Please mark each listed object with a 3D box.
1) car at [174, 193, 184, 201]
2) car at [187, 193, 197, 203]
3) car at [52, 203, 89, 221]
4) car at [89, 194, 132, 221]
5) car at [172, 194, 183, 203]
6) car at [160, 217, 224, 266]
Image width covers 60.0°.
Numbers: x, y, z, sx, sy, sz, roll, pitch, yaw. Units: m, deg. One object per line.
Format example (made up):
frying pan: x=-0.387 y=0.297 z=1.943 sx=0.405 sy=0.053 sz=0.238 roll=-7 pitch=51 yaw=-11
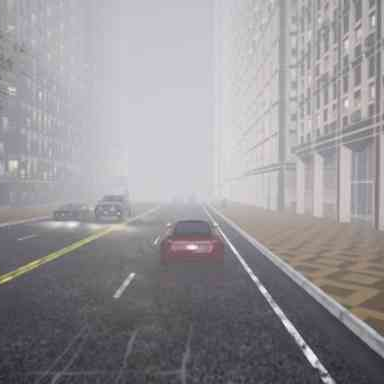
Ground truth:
car: x=-3.168 y=1.221 z=81.000 sx=2.097 sy=1.767 sz=4.553 roll=0 pitch=0 yaw=0
car: x=0.071 y=1.436 z=70.606 sx=1.882 sy=1.535 sz=5.008 roll=0 pitch=0 yaw=0
car: x=-9.736 y=1.556 z=27.154 sx=1.994 sy=1.385 sz=4.181 roll=0 pitch=0 yaw=1
car: x=-6.477 y=1.217 z=27.854 sx=2.150 sy=2.045 sz=5.566 roll=0 pitch=0 yaw=0
car: x=-3.179 y=1.496 z=70.610 sx=2.033 sy=1.411 sz=5.357 roll=0 pitch=0 yaw=0
car: x=0.009 y=1.568 z=11.600 sx=1.994 sy=1.385 sz=4.181 roll=0 pitch=0 yaw=0
